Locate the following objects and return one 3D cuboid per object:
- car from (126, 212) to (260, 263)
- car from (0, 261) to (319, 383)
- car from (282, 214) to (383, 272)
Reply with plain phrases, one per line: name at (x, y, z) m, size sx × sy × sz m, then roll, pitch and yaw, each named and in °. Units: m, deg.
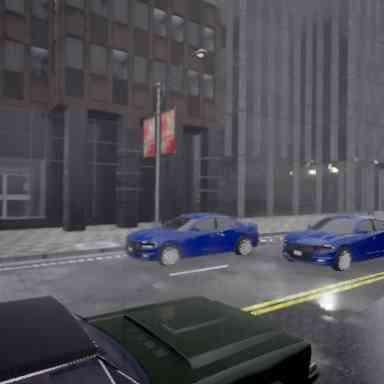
car at (0.164, 1.502, 11.656) m, size 5.008 × 1.535 × 1.882 m, roll 0°, pitch 0°, yaw -34°
car at (-1.116, 1.600, 2.611) m, size 4.718 × 1.301 × 1.895 m, roll 0°, pitch 0°, yaw -35°
car at (5.163, 1.521, 11.124) m, size 5.008 × 1.535 × 1.882 m, roll 0°, pitch 0°, yaw -34°
